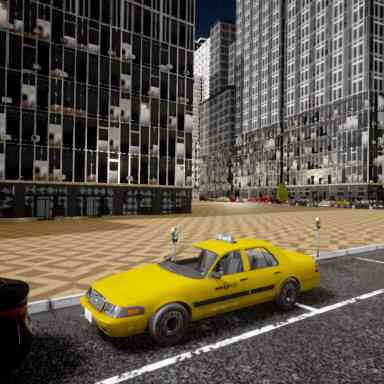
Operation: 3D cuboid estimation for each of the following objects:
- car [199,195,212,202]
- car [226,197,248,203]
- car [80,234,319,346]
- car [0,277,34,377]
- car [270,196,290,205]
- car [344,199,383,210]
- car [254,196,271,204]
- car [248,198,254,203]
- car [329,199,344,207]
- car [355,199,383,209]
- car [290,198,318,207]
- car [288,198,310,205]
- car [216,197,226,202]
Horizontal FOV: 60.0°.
[{"bbox_3d":[3.632,1.698,89.824,2.192,1.841,5.009,1,-1,-22],"label":"car"},{"bbox_3d":[9.957,1.730,74.286,1.967,1.590,4.097,1,-1,-22],"label":"car"},{"bbox_3d":[0.435,1.528,6.341,4.829,1.417,1.752,0,1,-35],"label":"car"},{"bbox_3d":[-3.928,1.565,3.283,4.313,1.339,1.947,0,1,-36],"label":"car"},{"bbox_3d":[16.284,1.636,58.749,1.967,1.590,4.097,1,-1,-22],"label":"car"},{"bbox_3d":[22.609,1.653,43.210,2.008,1.369,4.403,1,-1,-22],"label":"car"},{"bbox_3d":[17.247,1.754,77.282,2.192,1.841,5.009,1,-1,-22],"label":"car"},{"bbox_3d":[15.133,2.052,82.460,1.802,1.307,4.206,1,-1,-22],"label":"car"},{"bbox_3d":[25.619,1.840,56.711,1.752,1.417,4.829,1,-1,-22],"label":"car"},{"bbox_3d":[27.793,1.833,51.372,2.008,1.369,4.403,1,-1,-22],"label":"car"},{"bbox_3d":[18.391,1.716,53.568,2.008,1.369,4.403,1,-1,-22],"label":"car"},{"bbox_3d":[21.463,1.927,66.916,2.008,1.369,4.403,1,-1,-22],"label":"car"},{"bbox_3d":[7.911,1.845,79.306,1.752,1.417,4.829,1,-1,-22],"label":"car"}]
